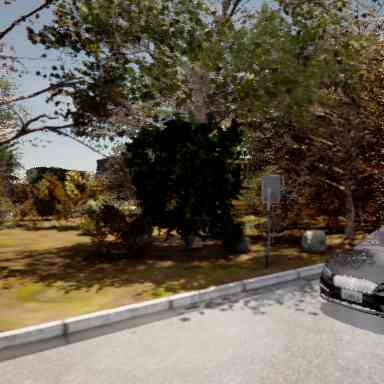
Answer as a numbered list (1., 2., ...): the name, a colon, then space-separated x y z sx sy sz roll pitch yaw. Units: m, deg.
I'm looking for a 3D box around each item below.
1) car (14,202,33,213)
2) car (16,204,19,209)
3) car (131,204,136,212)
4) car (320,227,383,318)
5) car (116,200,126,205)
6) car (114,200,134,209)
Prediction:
1. car: -26.382 2.330 52.074 2.002 1.452 4.674 0 0 -36
2. car: -20.362 2.294 40.294 2.097 1.535 5.008 0 0 -36
3. car: -8.970 2.262 48.228 1.946 1.575 5.366 0 0 -36
4. car: 4.688 1.480 7.034 4.902 1.511 2.128 0 0 -36
5. car: -11.339 2.274 46.766 2.097 1.535 5.008 0 0 -36
6. car: -12.702 2.281 61.872 2.002 1.452 4.674 0 0 -36
